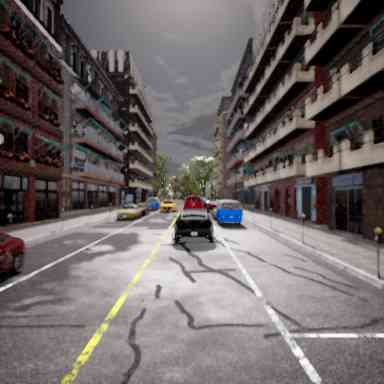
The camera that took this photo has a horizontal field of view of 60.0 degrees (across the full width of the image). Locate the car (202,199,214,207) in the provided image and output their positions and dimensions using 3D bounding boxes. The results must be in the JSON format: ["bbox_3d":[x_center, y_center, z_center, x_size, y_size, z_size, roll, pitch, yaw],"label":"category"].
[{"bbox_3d":[2.738,1.962,58.315,1.802,1.307,4.206,1,0,0],"label":"car"}]

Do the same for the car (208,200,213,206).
[{"bbox_3d":[2.745,1.725,30.630,1.752,1.417,4.829,1,0,0],"label":"car"}]

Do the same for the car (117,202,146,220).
[{"bbox_3d":[-5.643,1.724,30.340,1.752,1.417,4.829,1,0,0],"label":"car"}]

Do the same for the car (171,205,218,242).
[{"bbox_3d":[0.076,1.615,17.036,1.837,1.490,4.892,0,-1,-1],"label":"car"}]

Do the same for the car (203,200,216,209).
[{"bbox_3d":[2.731,1.910,52.744,1.947,1.339,4.313,1,0,0],"label":"car"}]

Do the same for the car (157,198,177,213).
[{"bbox_3d":[-2.967,1.754,42.315,1.882,1.535,5.008,0,-1,1],"label":"car"}]

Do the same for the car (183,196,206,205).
[{"bbox_3d":[0.149,1.475,38.592,2.150,2.045,5.566,0,0,0],"label":"car"}]

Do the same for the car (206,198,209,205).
[{"bbox_3d":[2.730,1.816,41.602,1.887,1.381,4.507,1,0,0],"label":"car"}]

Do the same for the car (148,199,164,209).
[{"bbox_3d":[-5.616,1.896,52.793,2.008,1.369,4.403,1,0,0],"label":"car"}]

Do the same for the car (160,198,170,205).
[{"bbox_3d":[-5.596,2.036,69.507,1.802,1.307,4.206,1,0,0],"label":"car"}]

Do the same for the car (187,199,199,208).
[{"bbox_3d":[0.173,1.929,58.463,2.033,1.411,5.357,0,0,0],"label":"car"}]

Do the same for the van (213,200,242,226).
[{"bbox_3d":[2.736,1.503,24.890,1.690,1.788,3.998,1,0,0],"label":"van"}]

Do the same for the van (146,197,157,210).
[{"bbox_3d":[-5.620,1.650,47.225,1.690,1.788,3.998,1,0,0],"label":"van"}]

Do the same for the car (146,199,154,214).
[{"bbox_3d":[-5.637,1.802,36.081,1.947,1.339,4.313,1,0,0],"label":"car"}]

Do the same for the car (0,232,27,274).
[{"bbox_3d":[-5.671,1.637,8.226,1.802,1.307,4.206,1,0,0],"label":"car"}]

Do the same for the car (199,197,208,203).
[{"bbox_3d":[2.943,2.113,86.170,2.008,1.369,4.403,1,0,0],"label":"car"}]

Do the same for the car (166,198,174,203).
[{"bbox_3d":[-5.663,2.148,86.623,1.802,1.307,4.206,1,0,0],"label":"car"}]

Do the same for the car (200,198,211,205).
[{"bbox_3d":[2.752,2.004,69.457,2.008,1.369,4.403,1,0,0],"label":"car"}]

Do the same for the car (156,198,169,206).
[{"bbox_3d":[-5.602,1.968,63.936,2.008,1.369,4.403,1,0,0],"label":"car"}]

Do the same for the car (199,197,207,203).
[{"bbox_3d":[2.950,2.150,91.741,2.008,1.369,4.403,1,0,0],"label":"car"}]
